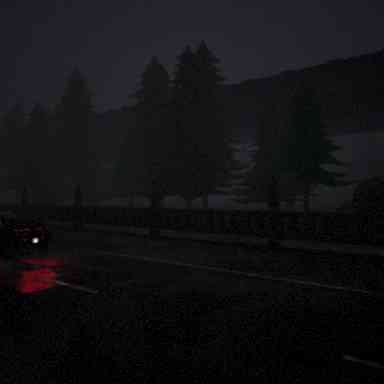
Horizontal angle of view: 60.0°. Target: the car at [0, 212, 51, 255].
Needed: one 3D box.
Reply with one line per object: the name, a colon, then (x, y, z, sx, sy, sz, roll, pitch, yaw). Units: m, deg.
car: (-7.787, 1.589, 13.799, 4.892, 1.490, 1.837, -1, -1, 36)
